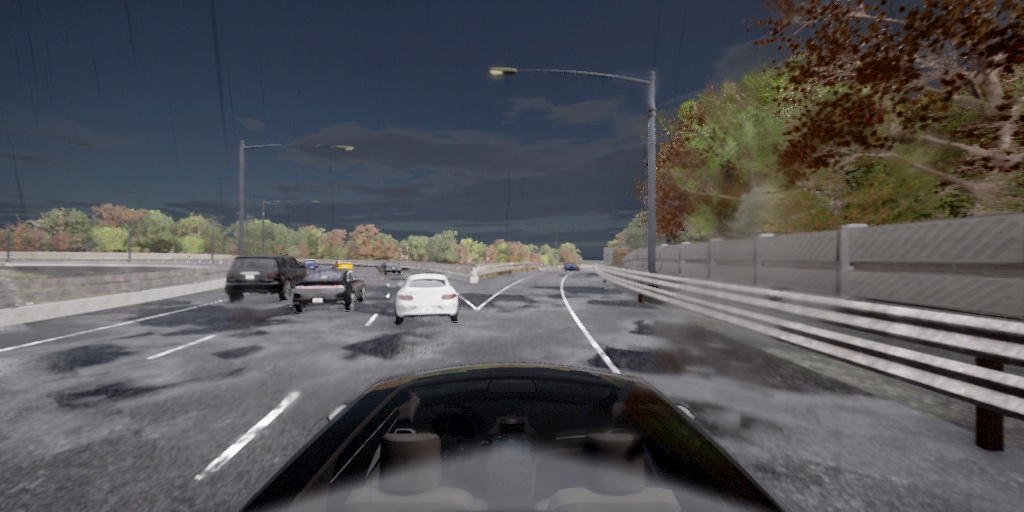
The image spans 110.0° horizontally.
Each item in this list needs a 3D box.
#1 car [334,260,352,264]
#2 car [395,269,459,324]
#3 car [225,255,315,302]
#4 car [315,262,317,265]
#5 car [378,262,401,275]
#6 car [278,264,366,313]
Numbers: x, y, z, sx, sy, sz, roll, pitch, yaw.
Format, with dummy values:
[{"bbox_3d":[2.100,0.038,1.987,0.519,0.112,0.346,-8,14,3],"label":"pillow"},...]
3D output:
[{"bbox_3d":[-22.714,1.276,48.083,1.882,1.535,5.008,0,0,-34],"label":"car"},{"bbox_3d":[-2.831,1.292,12.041,1.812,1.442,4.674,0,0,-13],"label":"car"},{"bbox_3d":[-11.508,0.978,17.277,2.150,2.045,5.566,0,0,-17],"label":"car"},{"bbox_3d":[-27.589,1.314,48.861,1.812,1.442,4.674,0,0,-36],"label":"car"},{"bbox_3d":[-13.819,1.351,40.454,2.033,1.411,5.357,0,0,-29],"label":"car"},{"bbox_3d":[-7.007,1.252,14.146,2.128,1.511,4.902,0,0,-15],"label":"car"}]
